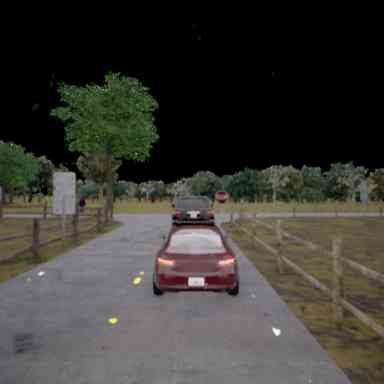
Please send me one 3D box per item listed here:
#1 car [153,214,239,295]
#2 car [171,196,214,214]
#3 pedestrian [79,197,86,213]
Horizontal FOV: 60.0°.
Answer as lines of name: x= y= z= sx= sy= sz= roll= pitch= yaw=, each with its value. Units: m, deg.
car: x=0.087 y=1.513 z=8.525 sx=1.812 sy=1.442 sz=4.674 roll=0 pitch=0 yaw=0
car: x=0.031 y=1.222 z=18.290 sx=2.150 sy=2.045 sz=5.566 roll=0 pitch=0 yaw=-1
pedestrian: x=-12.151 y=1.421 z=36.866 sx=0.375 sy=1.860 sz=0.375 roll=0 pitch=-1 yaw=0
